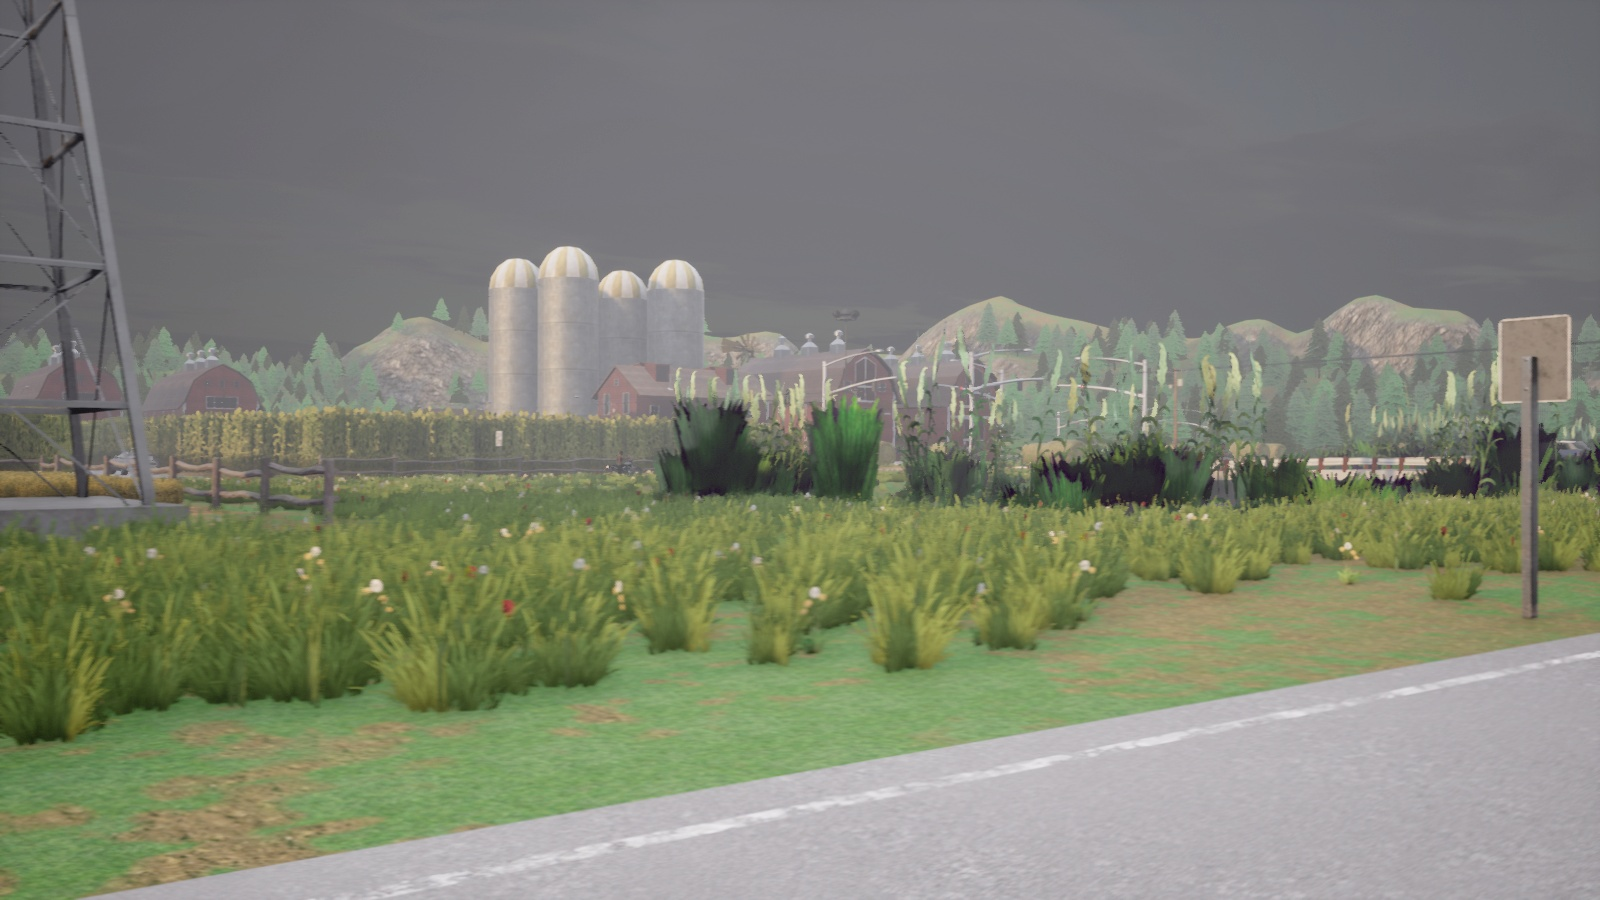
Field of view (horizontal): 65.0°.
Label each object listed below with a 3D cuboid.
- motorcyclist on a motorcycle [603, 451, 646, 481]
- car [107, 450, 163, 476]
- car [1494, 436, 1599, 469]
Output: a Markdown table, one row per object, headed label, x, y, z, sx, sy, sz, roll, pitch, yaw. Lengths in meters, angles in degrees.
| label | x | y | z | sx | sy | sz | roll | pitch | yaw |
| --- | --- | --- | --- | --- | --- | --- | --- | --- | --- |
| motorcyclist on a motorcycle | -9.807 | 0.888 | 70.160 | 2.350 | 1.649 | 0.766 | 0 | 0 | -40 |
| car | -42.553 | 0.804 | 80.301 | 2.152 | 1.651 | 5.027 | 0 | 0 | -40 |
| car | 35.552 | 0.096 | 59.852 | 1.970 | 1.475 | 3.806 | 0 | 1 | -33 |
